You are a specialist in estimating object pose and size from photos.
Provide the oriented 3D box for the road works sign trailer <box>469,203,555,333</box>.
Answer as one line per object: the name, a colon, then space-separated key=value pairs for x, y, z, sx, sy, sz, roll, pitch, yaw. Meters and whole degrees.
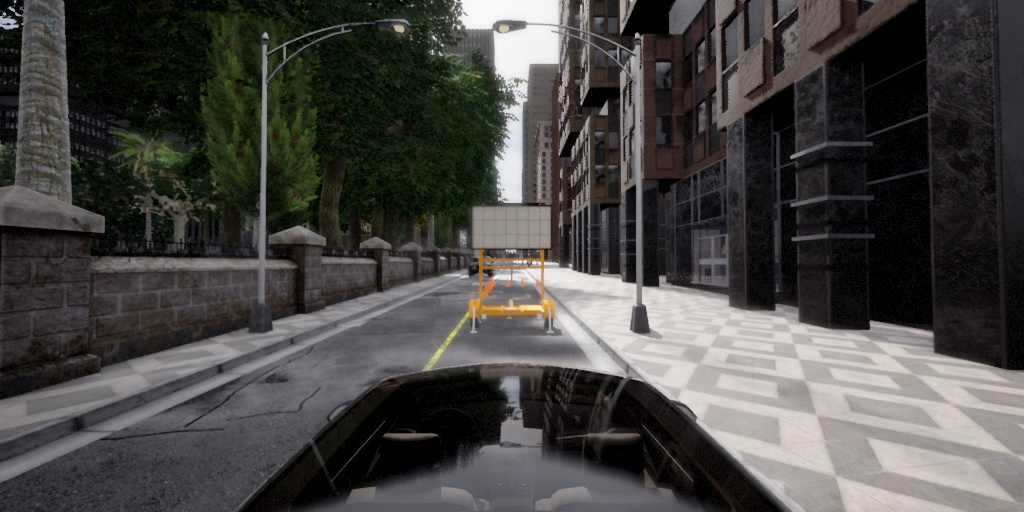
road works sign trailer: x=-0.008 y=0.219 z=10.735 sx=2.380 sy=3.560 sz=2.880 roll=0 pitch=0 yaw=0

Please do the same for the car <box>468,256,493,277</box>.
car: x=-3.039 y=1.014 z=35.764 sx=2.150 sy=2.045 sz=5.566 roll=0 pitch=0 yaw=0
